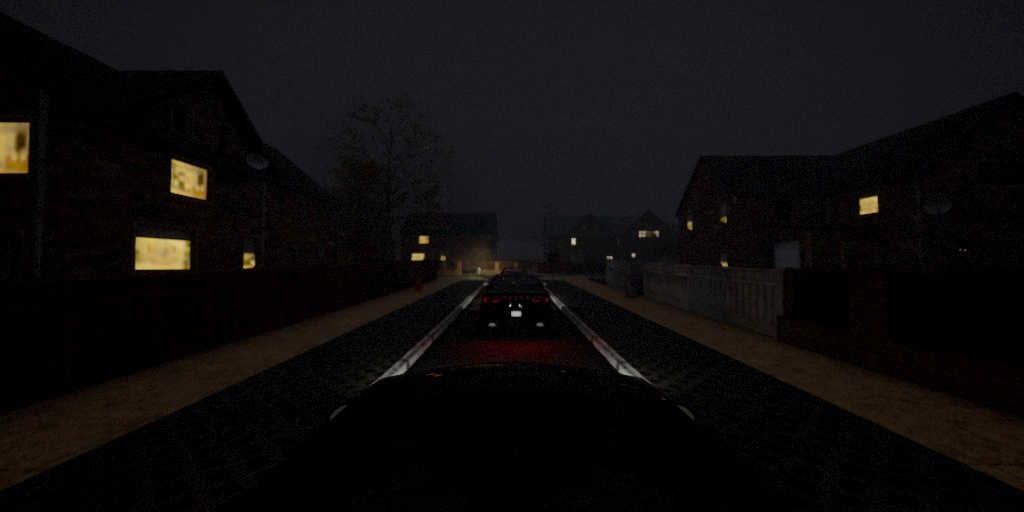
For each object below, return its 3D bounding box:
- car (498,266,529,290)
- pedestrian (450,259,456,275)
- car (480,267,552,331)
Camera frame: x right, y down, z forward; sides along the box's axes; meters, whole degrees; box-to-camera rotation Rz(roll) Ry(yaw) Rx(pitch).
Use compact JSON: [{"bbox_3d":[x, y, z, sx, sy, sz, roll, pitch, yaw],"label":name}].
[{"bbox_3d":[0.146,1.399,24.096,1.895,1.301,4.718,0,0,2],"label":"car"},{"bbox_3d":[-6.709,1.190,40.585,0.375,1.860,0.375,0,-1,1],"label":"pedestrian"},{"bbox_3d":[0.102,1.248,11.078,1.882,1.535,5.008,0,0,0],"label":"car"}]
